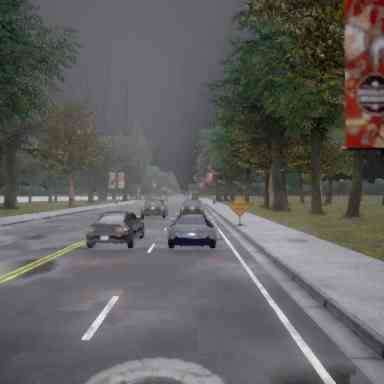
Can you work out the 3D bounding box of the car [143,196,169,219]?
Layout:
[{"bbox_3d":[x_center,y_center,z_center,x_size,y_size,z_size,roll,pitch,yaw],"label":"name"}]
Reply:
[{"bbox_3d":[-3.250,1.396,29.626,2.097,1.767,4.553,0,0,0],"label":"car"}]

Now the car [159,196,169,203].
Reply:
[{"bbox_3d":[-6.500,1.629,76.729,1.837,1.490,4.892,0,0,0],"label":"car"}]

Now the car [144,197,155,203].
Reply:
[{"bbox_3d":[-9.750,1.724,76.699,1.895,1.301,4.718,0,0,0],"label":"car"}]

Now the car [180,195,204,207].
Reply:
[{"bbox_3d":[0.000,1.397,29.626,2.097,1.767,4.553,0,0,0],"label":"car"}]

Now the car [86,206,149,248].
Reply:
[{"bbox_3d":[-3.250,1.543,14.652,1.812,1.442,4.674,0,0,0],"label":"car"}]

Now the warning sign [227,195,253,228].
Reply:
[{"bbox_3d":[2.833,1.130,19.767,1.300,1.860,1.060,-1,-1,0],"label":"warning sign"}]

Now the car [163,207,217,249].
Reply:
[{"bbox_3d":[0.000,1.582,14.652,1.994,1.385,4.181,0,0,0],"label":"car"}]
